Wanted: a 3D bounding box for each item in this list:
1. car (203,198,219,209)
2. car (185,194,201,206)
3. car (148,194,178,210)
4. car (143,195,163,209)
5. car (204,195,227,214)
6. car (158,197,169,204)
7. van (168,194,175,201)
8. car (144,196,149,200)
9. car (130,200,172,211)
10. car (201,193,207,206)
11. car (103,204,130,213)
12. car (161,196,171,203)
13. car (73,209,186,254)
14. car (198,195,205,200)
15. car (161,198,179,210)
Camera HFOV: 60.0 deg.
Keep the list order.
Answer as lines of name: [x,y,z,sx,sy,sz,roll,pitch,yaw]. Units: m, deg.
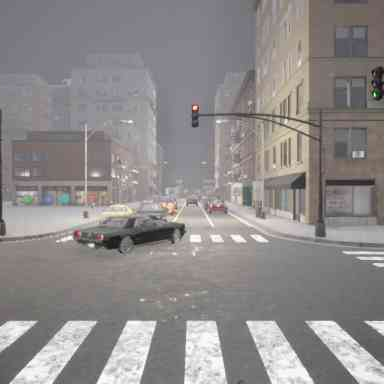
car: [2.652,1.568,46.698,1.947,1.339,4.313,0,0,0]
car: [0.018,1.508,53.993,1.837,1.490,4.892,0,0,0]
car: [-2.841,1.353,33.814,2.097,1.767,4.553,0,0,0]
car: [-5.373,1.317,46.701,2.192,1.841,5.009,0,0,0]
car: [2.648,1.441,35.374,1.967,1.590,4.097,0,0,0]
car: [-5.367,1.586,63.687,1.802,1.307,4.206,0,0,0]
van: [-5.359,1.349,86.334,1.690,1.788,3.998,0,0,0]
car: [-5.375,1.552,41.039,2.008,1.369,4.403,0,0,0]
car: [-2.841,1.548,24.165,2.033,1.411,5.357,0,0,0]
car: [2.650,1.317,41.036,2.192,1.841,5.009,0,0,0]
car: [-5.381,1.526,23.883,1.752,1.417,4.829,0,0,0]
car: [-5.365,1.530,69.179,1.752,1.417,4.829,0,0,0]
car: [-2.275,1.597,13.555,1.895,1.301,4.718,0,0,36]
car: [2.668,1.575,91.993,1.947,1.339,4.313,0,0,0]
car: [-2.831,1.550,44.222,2.033,1.411,5.357,0,0,0]
